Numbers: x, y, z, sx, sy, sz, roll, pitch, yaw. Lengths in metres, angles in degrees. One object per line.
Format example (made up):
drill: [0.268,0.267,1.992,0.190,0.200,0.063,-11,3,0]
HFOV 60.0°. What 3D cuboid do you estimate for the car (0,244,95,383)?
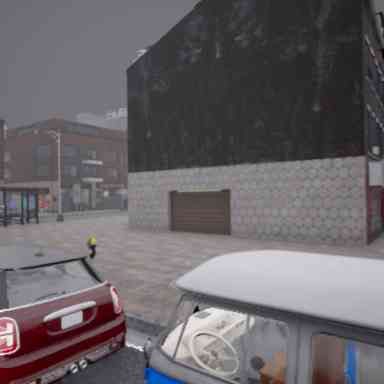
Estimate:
car: [-2.945,1.498,4.903,4.097,1.590,1.967,-1,-1,35]

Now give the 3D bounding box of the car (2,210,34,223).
car: [-14.754,1.756,25.567,2.128,1.511,4.902,-1,-1,35]

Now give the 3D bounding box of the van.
van: [1.491,1.337,1.760,3.998,1.788,1.690,-1,-1,35]
